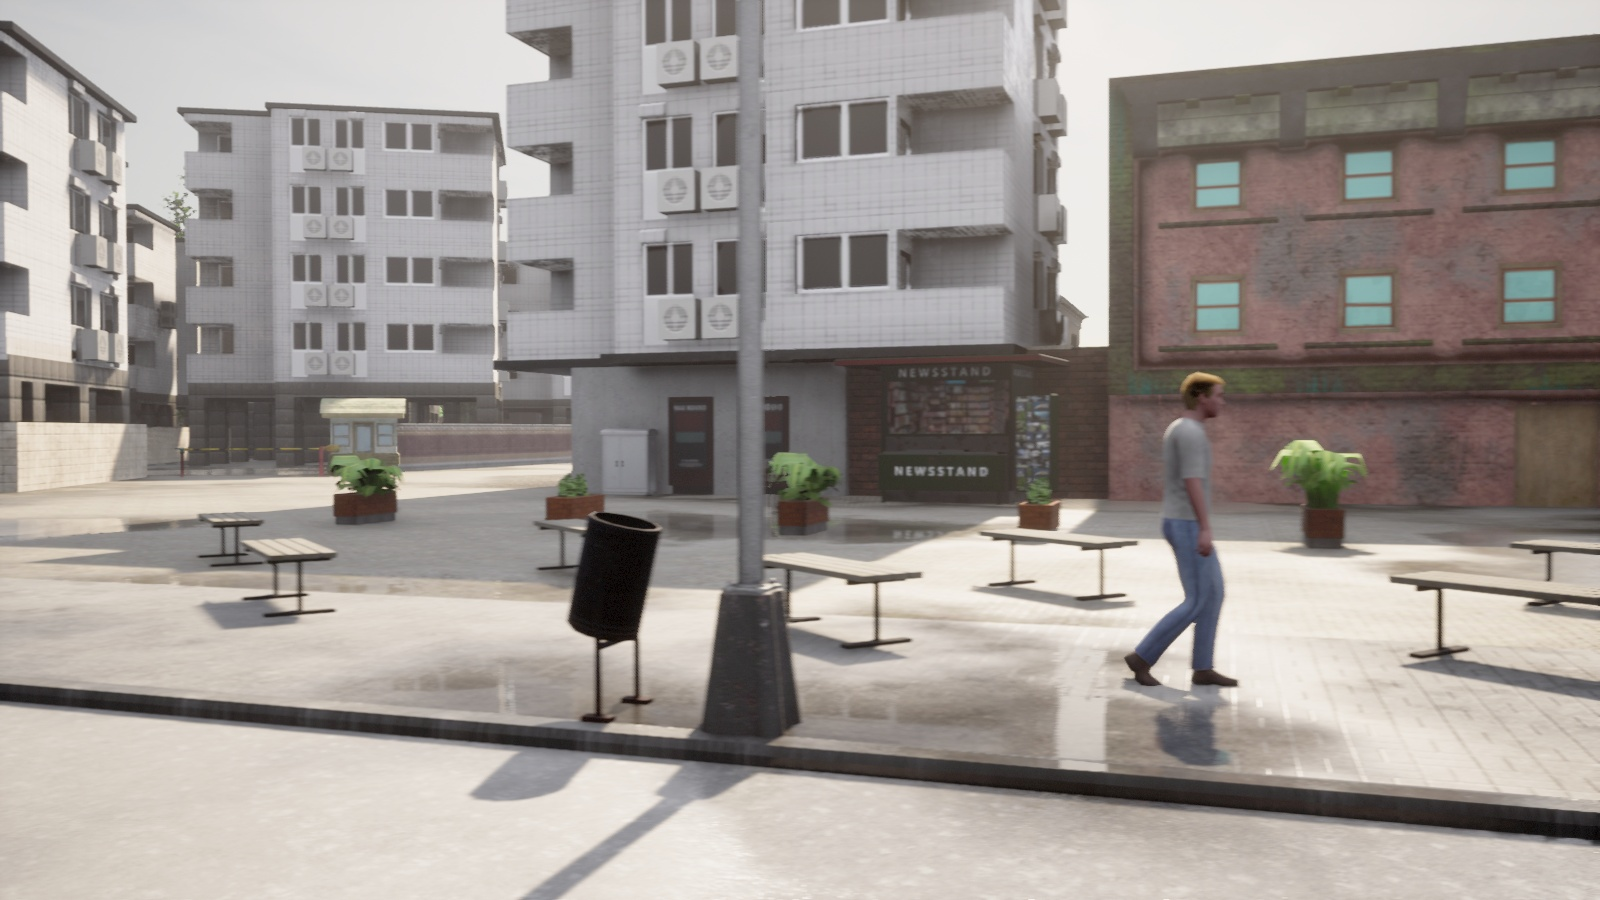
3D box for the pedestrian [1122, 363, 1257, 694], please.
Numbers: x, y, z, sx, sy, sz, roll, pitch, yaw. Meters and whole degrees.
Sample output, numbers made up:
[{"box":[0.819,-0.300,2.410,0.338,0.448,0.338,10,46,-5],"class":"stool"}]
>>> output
[{"box":[2.225,0.429,7.219,0.706,1.836,0.354,0,1,15],"class":"pedestrian"}]
